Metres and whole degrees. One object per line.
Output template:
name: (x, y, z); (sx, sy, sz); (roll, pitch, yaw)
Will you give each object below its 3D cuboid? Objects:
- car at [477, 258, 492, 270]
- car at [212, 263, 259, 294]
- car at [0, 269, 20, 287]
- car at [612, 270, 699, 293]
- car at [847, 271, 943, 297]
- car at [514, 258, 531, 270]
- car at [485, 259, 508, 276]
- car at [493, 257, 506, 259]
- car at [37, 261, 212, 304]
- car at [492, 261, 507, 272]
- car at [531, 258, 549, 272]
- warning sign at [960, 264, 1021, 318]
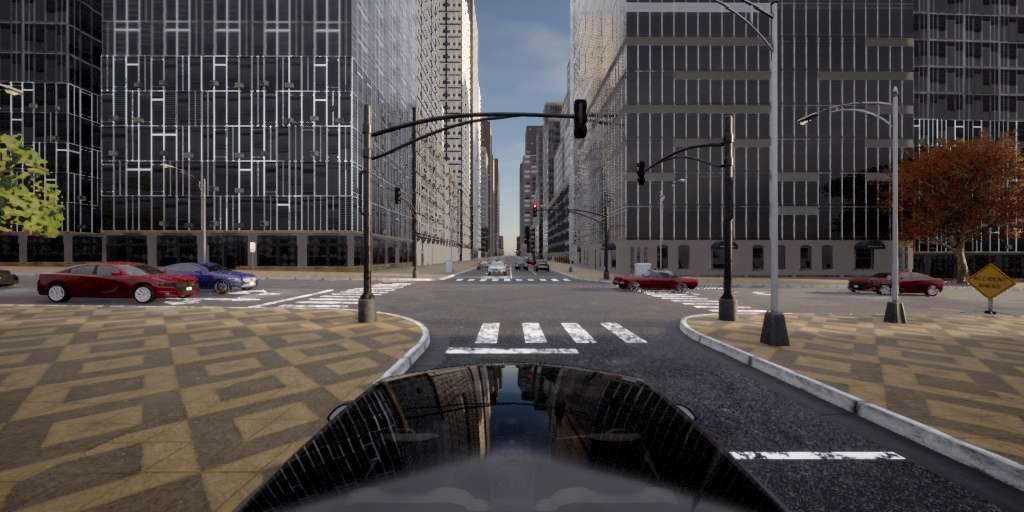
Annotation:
car: (-4.113, 1.343, 52.197); (1.802, 1.307, 4.207); (0, 0, 0)
car: (-14.975, 1.026, 17.396); (4.674, 1.442, 1.812); (1, 0, -1)
car: (-26.326, 0.856, 16.853); (4.181, 1.385, 1.994); (1, 0, -3)
car: (8.659, 1.520, 21.983); (4.718, 1.301, 1.895); (2, 0, -3)
car: (24.196, 1.688, 22.734); (5.008, 1.535, 1.882); (1, 0, -3)
car: (1.300, 1.361, 52.373); (1.895, 1.301, 4.718); (0, 0, 0)
car: (-1.560, 1.293, 38.321); (1.812, 1.442, 4.674); (0, 0, 0)
car: (-1.680, 1.108, 59.450); (2.097, 1.767, 4.553); (0, 0, -2)
car: (-15.286, 0.973, 14.124); (5.008, 1.535, 1.882); (1, 0, -2)
car: (-1.619, 1.363, 48.281); (1.895, 1.301, 4.718); (0, 0, 0)
car: (3.850, 1.329, 46.719); (1.948, 1.339, 4.313); (0, 0, 0)
warning sign: (17.258, 1.204, 12.940); (1.060, 1.860, 1.300); (0, 0, -3)
